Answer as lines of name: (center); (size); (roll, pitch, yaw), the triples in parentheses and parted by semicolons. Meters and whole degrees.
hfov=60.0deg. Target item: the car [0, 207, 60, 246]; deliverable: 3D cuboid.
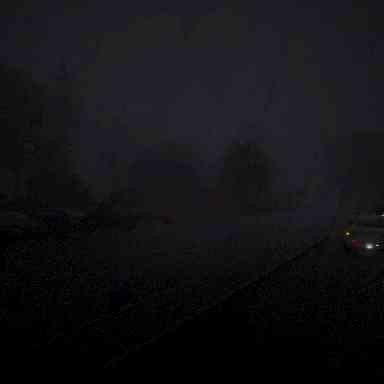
car: (-8.525, 1.503, 15.160); (4.674, 1.452, 2.002); (1, 0, 32)

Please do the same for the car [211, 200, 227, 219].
car: (0.143, 1.569, 29.235); (4.892, 1.521, 2.231); (1, 0, 32)

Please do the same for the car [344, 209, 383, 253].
car: (7.375, 1.650, 13.467); (1.812, 1.442, 4.674); (1, 0, 32)

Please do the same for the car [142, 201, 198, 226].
car: (-2.585, 1.546, 24.443); (5.366, 1.575, 1.946); (1, 0, 32)

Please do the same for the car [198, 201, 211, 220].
car: (-1.320, 1.590, 26.905); (4.792, 1.488, 2.163); (1, 0, 32)

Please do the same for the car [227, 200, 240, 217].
car: (1.597, 1.575, 31.573); (5.008, 1.535, 2.097); (1, 0, 32)

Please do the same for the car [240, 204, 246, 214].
car: (3.043, 1.580, 33.918); (4.892, 1.521, 2.231); (1, 0, 32)

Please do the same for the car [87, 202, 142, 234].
car: (-5.602, 1.389, 19.839); (4.553, 1.767, 2.185); (1, 0, 32)

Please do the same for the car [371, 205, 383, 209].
car: (15.030, 1.704, 25.942); (1.994, 1.385, 4.181); (1, 1, 32)

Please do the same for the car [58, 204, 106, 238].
car: (-7.076, 1.529, 17.502); (4.674, 1.452, 2.002); (1, 0, 32)
